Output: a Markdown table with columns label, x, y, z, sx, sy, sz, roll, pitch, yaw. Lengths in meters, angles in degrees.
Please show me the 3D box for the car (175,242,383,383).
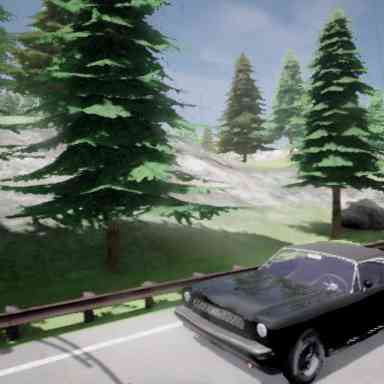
| label | x | y | z | sx | sy | sz | roll | pitch | yaw |
| --- | --- | --- | --- | --- | --- | --- | --- | --- | --- |
| car | 2.096 | 1.593 | 5.465 | 4.718 | 1.301 | 1.895 | 0 | 0 | -35 |
